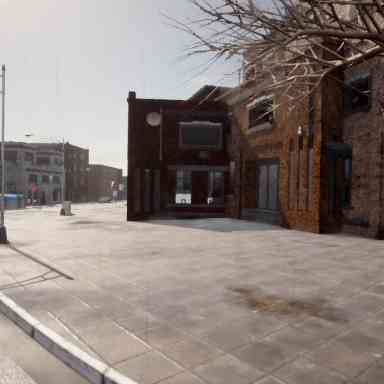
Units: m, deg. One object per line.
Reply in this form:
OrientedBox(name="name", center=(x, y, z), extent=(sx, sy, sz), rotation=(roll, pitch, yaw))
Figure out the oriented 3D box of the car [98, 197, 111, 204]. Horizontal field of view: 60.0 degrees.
OrientedBox(name="car", center=(-18.944, 1.852, 72.316), extent=(1.837, 1.490, 4.892), rotation=(1, -1, 2))
